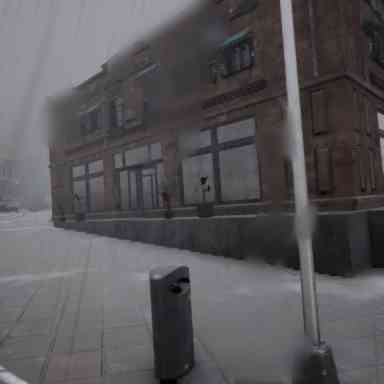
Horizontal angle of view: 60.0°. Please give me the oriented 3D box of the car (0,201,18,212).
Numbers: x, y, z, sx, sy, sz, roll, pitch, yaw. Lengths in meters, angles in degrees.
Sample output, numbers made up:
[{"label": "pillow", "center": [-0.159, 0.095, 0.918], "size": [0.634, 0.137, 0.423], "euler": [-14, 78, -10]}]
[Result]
[{"label": "car", "center": [-32.597, 2.643, 57.206], "size": [5.566, 2.045, 2.150], "euler": [-4, -2, 21]}]
